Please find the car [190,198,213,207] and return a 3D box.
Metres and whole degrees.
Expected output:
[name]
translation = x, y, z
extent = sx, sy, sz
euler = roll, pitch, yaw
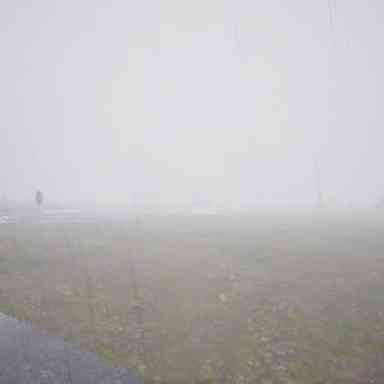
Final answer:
[car]
translation = 1.628, 1.711, 56.082
extent = 1.882, 1.535, 5.008
euler = 2, 1, 36
